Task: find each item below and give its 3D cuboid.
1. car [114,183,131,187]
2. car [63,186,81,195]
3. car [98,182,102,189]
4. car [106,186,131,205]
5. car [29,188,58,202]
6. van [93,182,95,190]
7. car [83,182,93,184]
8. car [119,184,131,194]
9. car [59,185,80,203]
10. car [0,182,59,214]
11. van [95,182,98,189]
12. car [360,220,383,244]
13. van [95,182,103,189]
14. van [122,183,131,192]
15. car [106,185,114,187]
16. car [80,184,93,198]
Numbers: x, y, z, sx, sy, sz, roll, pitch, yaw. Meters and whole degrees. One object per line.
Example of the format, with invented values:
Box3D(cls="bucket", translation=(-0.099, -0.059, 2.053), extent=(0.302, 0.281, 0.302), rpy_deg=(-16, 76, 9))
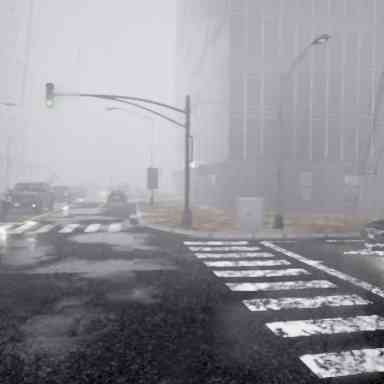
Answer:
Box3D(cls="car", translation=(-10.833, -0.537, 53.184), extent=(2.192, 1.841, 5.009), rpy_deg=(0, 2, -10))
Box3D(cls="car", translation=(-18.598, -0.304, 51.837), extent=(1.947, 1.339, 4.313), rpy_deg=(0, 2, -10))
Box3D(cls="car", translation=(-24.296, -1.639, 84.483), extent=(2.192, 1.841, 5.009), rpy_deg=(0, 2, -10))
Box3D(cls="car", translation=(-6.987, 0.428, 31.432), extent=(1.947, 1.339, 4.313), rpy_deg=(0, 2, -10))
Box3D(cls="car", translation=(-15.748, 0.250, 35.510), extent=(1.802, 1.307, 4.206), rpy_deg=(0, 2, -10))
Box3D(cls="van", translation=(-21.447, -1.070, 68.157), extent=(1.690, 1.788, 3.998), rpy_deg=(0, 2, -10))
Box3D(cls="car", translation=(-20.497, -0.791, 62.718), extent=(1.967, 1.590, 4.097), rpy_deg=(0, 2, -10))
Box3D(cls="car", translation=(-11.784, -0.593, 58.631), extent=(1.967, 1.590, 4.097), rpy_deg=(0, 2, -10))
Box3D(cls="car", translation=(-12.722, 0.136, 32.526), extent=(2.097, 1.767, 4.553), rpy_deg=(0, 2, -10))
Box3D(cls="car", translation=(-11.012, 0.324, 22.737), extent=(2.150, 2.045, 5.566), rpy_deg=(0, 2, -10))
Box3D(cls="van", translation=(-22.396, -1.251, 73.599), extent=(1.690, 1.788, 3.998), rpy_deg=(0, 2, -10))
Box3D(cls="car", translation=(8.806, 1.389, 12.697), extent=(4.674, 1.442, 1.812), rpy_deg=(1, 2, -14))
Box3D(cls="van", translation=(-25.246, -1.794, 89.926), extent=(1.690, 1.788, 3.998), rpy_deg=(0, 2, -10))
Box3D(cls="van", translation=(-13.684, -1.054, 69.513), extent=(1.690, 1.788, 3.998), rpy_deg=(0, 2, -10))
Box3D(cls="car", translation=(-14.937, -0.633, 61.800), extent=(1.812, 1.442, 4.674), rpy_deg=(0, 2, -10))
Box3D(cls="car", translation=(-14.536, -0.009, 42.946), extent=(2.033, 1.411, 5.357), rpy_deg=(0, 2, -10))
